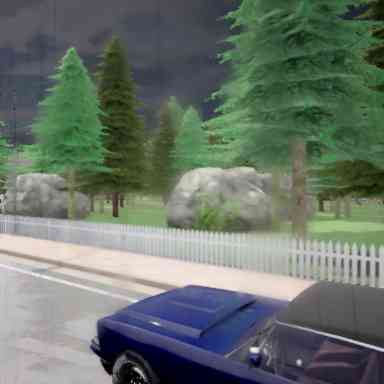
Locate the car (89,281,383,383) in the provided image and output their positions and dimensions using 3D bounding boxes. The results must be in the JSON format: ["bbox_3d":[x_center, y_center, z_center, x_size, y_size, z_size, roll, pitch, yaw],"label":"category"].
[{"bbox_3d":[1.180,1.600,3.147,4.718,1.301,1.895,0,0,36],"label":"car"}]
